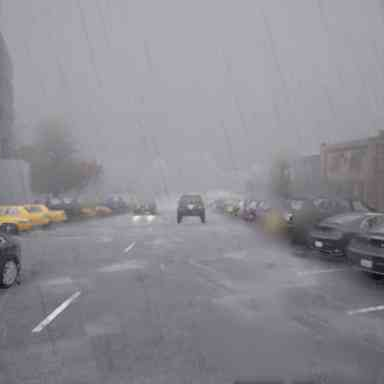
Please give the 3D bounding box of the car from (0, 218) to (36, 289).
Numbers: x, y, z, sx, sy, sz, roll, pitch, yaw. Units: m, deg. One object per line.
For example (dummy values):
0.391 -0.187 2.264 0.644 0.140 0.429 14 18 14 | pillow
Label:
-5.101 1.488 6.300 1.837 1.490 4.892 0 0 0 | car

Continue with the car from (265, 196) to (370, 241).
6.407 1.223 14.595 5.566 2.045 2.435 1 -1 -20 | car

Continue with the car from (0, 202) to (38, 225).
-11.278 1.518 17.522 5.366 1.575 1.946 -1 -1 -20 | car

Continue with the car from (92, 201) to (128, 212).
-11.652 2.024 47.430 4.792 1.488 2.163 0 -1 -20 | car

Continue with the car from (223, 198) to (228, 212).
6.217 1.719 35.115 5.008 1.535 2.097 1 -1 -21 | car

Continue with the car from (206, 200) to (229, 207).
5.633 2.456 73.348 4.674 1.452 2.002 1 -1 -21 | car

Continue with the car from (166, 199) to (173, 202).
-5.383 2.223 79.758 1.812 1.442 4.674 0 -1 0 | car

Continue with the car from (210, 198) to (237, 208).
5.824 2.075 61.547 4.553 1.767 2.185 1 -1 -21 | car

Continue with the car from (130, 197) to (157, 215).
-5.316 1.540 38.386 2.150 2.045 5.566 0 -1 0 | car

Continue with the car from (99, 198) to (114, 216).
-11.419 1.766 35.482 5.366 1.575 1.946 0 -1 -20 | car

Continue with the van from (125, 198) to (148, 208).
-11.472 2.159 68.423 4.442 1.987 1.878 -1 -1 -19 | van

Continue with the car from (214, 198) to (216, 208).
6.055 1.962 46.844 4.792 1.488 2.163 1 -1 -21 | car

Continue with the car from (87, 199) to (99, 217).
-11.361 1.661 29.490 5.366 1.575 1.946 -1 -1 -20 | car

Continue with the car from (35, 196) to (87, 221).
-11.538 1.370 26.424 5.566 2.045 2.435 -1 -1 -20 | car

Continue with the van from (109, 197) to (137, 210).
-11.652 1.936 56.421 4.442 1.987 1.878 0 -1 -19 | van

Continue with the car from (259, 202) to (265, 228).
6.536 1.489 17.575 5.366 1.575 1.946 1 -1 -20 | car

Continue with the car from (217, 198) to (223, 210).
6.153 1.828 40.984 4.892 1.521 2.231 1 -1 -21 | car

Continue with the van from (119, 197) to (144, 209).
-11.346 2.046 62.510 4.442 1.987 1.878 0 -1 -19 | van

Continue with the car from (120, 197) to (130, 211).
-11.668 1.687 44.421 5.566 2.045 2.435 0 -1 -20 | car

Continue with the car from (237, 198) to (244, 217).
6.275 1.454 26.311 4.553 1.767 2.185 1 -1 -20 | car

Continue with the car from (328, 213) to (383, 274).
6.394 1.457 8.710 4.892 1.521 2.231 1 0 -20 | car

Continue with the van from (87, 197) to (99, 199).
-11.674 1.491 32.380 4.442 1.987 1.878 0 -1 -20 | van

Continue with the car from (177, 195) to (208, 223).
-0.051 1.335 27.126 2.150 2.045 5.566 0 -2 1 | car

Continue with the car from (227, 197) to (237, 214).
6.224 1.543 32.176 4.553 1.767 2.185 1 -1 -20 | car

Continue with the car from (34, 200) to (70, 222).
-11.663 1.581 23.376 5.366 1.575 1.946 -1 0 -20 | car

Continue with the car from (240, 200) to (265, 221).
6.319 1.543 23.379 5.008 1.535 2.097 1 -1 -20 | car

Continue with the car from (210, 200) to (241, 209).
5.911 2.147 58.602 5.008 1.535 2.097 1 -1 -21 | car

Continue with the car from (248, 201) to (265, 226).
6.351 1.515 20.447 5.008 1.535 2.097 1 0 -20 | car

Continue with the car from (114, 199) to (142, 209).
-11.469 2.091 59.472 4.553 1.767 2.185 0 -1 -19 | car

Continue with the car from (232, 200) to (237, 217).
6.283 1.661 29.241 4.674 1.452 2.002 1 -1 -20 | car

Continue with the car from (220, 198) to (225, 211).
6.183 1.774 38.052 4.892 1.521 2.231 1 -1 -21 | car

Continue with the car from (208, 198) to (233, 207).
5.717 2.183 67.445 4.553 1.767 2.185 1 -1 -21 | car

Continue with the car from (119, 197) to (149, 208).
-11.383 2.077 65.480 5.566 2.045 2.435 -1 -1 -19 | car

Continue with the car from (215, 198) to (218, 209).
6.129 1.880 43.918 5.008 1.535 2.097 1 -1 -21 | car

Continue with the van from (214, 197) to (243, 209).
6.065 1.870 55.708 4.442 1.987 1.878 1 -1 -21 | van

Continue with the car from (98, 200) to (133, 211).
-11.615 2.051 50.451 4.892 1.521 2.231 0 -1 -20 | car

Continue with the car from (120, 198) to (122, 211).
-11.634 1.883 41.413 4.892 1.521 2.231 0 -1 -20 | car

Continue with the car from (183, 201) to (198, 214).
-0.192 1.897 42.599 1.837 1.490 4.892 0 -1 -1 | car

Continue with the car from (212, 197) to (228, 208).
6.050 1.987 49.789 5.008 1.535 2.097 1 -1 -21 | car

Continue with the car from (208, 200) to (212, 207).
5.824 2.034 52.658 5.366 1.575 1.946 1 -1 -21 | car

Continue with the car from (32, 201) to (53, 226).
-11.641 1.549 20.385 5.366 1.575 1.946 -1 0 -20 | car

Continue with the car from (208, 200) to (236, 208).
5.826 2.285 64.513 4.792 1.488 2.163 1 -1 -21 | car

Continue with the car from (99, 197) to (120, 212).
-11.649 1.575 38.403 5.566 2.045 2.435 0 -1 -20 | car

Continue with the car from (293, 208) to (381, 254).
6.385 1.461 11.648 4.892 1.521 2.231 1 -1 -20 | car
